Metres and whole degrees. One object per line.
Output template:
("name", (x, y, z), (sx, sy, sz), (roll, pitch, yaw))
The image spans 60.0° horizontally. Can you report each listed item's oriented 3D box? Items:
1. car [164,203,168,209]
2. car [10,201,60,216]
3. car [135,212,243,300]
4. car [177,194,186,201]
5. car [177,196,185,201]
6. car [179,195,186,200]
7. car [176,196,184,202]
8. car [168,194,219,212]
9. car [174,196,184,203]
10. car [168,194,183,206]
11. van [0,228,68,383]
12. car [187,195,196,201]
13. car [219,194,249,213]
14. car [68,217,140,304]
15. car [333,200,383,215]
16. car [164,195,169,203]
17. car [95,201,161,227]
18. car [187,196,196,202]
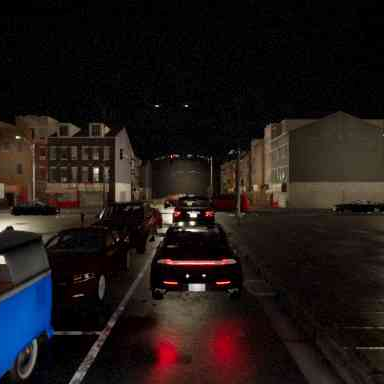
("car", (-2.664, 1.546, 19.036), (1.887, 1.381, 4.507), (0, 0, 0))
("car", (-14.487, 1.572, 30.891), (4.181, 1.385, 1.994), (0, 0, 0))
("car", (0.089, 1.491, 8.364), (2.128, 1.511, 4.902), (0, 0, 0))
("car", (-2.744, 1.400, 88.861), (2.192, 1.841, 5.009), (0, 0, 0))
("car", (-2.736, 1.640, 83.434), (1.947, 1.339, 4.313), (0, 0, 0))
("car", (-2.749, 1.537, 94.288), (1.967, 1.590, 4.097), (-1, 0, 0))
("car", (-2.730, 1.589, 77.838), (1.752, 1.417, 4.829), (0, 0, 0))
("car", (0.079, 1.223, 18.557), (2.150, 2.045, 5.566), (0, 0, 0))
("car", (-2.724, 1.606, 72.580), (2.008, 1.369, 4.403), (0, 0, 0))
("car", (-2.707, 1.345, 56.300), (2.192, 1.841, 5.009), (0, 0, 0))
("van", (-2.647, 1.341, 2.735), (1.690, 1.788, 3.998), (0, 0, 0))
("car", (-0.095, 1.437, 86.166), (2.128, 1.511, 4.902), (0, 0, 0))
("car", (3.029, 1.229, 33.831), (5.566, 2.045, 2.150), (0, 0, 0))
("car", (-2.652, 1.544, 8.169), (1.887, 1.381, 4.507), (0, 0, 0))
("car", (16.949, 1.513, 33.818), (4.902, 1.511, 2.128), (0, 0, 0))
("car", (-2.695, 1.333, 45.446), (2.192, 1.841, 5.009), (0, 0, 0))
("car", (-2.659, 1.315, 13.603), (2.192, 1.841, 5.009), (0, 0, 0))
("car", (-0.084, 1.649, 76.193), (1.895, 1.301, 4.718), (0, 0, 0))
